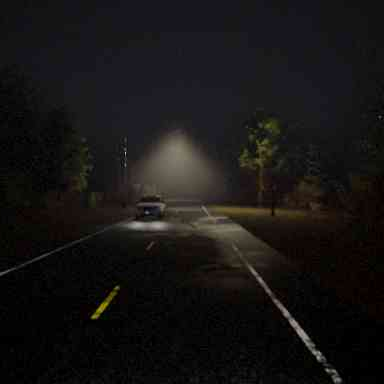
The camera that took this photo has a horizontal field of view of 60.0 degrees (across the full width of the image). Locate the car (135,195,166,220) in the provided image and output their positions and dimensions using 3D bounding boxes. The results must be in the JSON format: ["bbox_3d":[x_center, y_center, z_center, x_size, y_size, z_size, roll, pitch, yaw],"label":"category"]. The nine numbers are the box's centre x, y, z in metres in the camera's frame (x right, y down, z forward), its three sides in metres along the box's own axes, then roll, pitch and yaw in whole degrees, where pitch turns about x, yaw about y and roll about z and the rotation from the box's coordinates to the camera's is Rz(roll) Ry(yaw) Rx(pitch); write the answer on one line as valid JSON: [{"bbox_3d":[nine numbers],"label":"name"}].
[{"bbox_3d":[-3.505,1.274,28.763,2.150,2.045,5.566,0,0,0],"label":"car"}]
